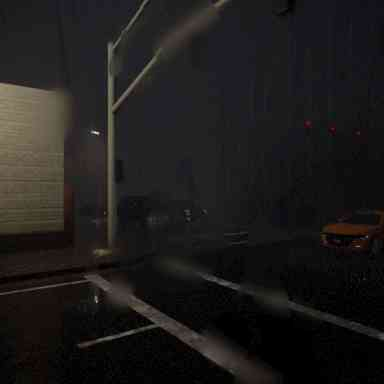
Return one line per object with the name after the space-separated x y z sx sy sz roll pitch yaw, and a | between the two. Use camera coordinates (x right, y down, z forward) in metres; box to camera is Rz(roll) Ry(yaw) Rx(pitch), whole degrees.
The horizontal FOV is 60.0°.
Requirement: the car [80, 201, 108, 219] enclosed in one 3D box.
-8.593 1.619 29.985 1.994 1.385 4.181 0 0 -35 | car

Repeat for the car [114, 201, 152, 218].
-5.780 1.619 32.062 1.994 1.385 4.181 0 0 -35 | car

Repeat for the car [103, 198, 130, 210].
-10.160 1.581 44.472 1.812 1.442 4.674 0 0 -36 | car

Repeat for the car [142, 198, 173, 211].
-4.477 1.581 42.594 1.812 1.442 4.674 0 0 -36 | car

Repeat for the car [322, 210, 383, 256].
7.301 1.507 13.500 5.008 1.535 1.882 0 0 -35 | car

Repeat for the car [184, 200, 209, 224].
-0.759 1.407 25.034 2.097 1.767 4.553 0 0 -36 | car

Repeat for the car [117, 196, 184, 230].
-3.126 1.277 22.321 2.150 2.045 5.566 0 0 -36 | car
